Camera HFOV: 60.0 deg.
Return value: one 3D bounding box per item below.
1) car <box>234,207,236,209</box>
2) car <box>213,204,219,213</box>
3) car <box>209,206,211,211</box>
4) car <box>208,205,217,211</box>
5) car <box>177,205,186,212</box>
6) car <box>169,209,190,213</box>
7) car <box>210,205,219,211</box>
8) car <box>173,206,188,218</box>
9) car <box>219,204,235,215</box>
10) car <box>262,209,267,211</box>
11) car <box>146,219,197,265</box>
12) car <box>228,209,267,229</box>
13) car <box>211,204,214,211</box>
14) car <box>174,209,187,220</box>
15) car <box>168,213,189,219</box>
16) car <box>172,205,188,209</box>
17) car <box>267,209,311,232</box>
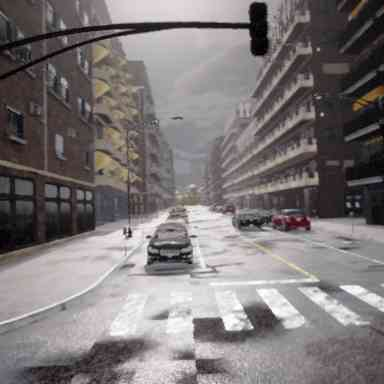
[{"bbox_3d":[6.878,2.664,41.657,1.752,1.417,4.829,-1,-2,-1],"label":"car"},{"bbox_3d":[6.202,3.629,69.302,2.008,1.369,4.403,-1,-2,-1],"label":"car"},{"bbox_3d":[5.925,3.774,80.435,2.192,1.841,5.009,-1,-2,-1],"label":"car"},{"bbox_3d":[5.659,4.405,91.553,1.947,1.339,4.313,-1,-2,-1],"label":"car"},{"bbox_3d":[-2.584,4.239,85.817,2.192,1.841,5.009,-1,-2,-1],"label":"car"},{"bbox_3d":[-1.220,2.575,30.180,1.887,1.381,4.507,-1,-2,-1],"label":"car"},{"bbox_3d":[5.794,4.199,85.991,2.008,1.369,4.403,-1,-2,-1],"label":"car"},{"bbox_3d":[-1.768,3.100,52.440,2.192,1.841,5.009,-1,-2,-1],"label":"car"},{"bbox_3d":[6.470,3.015,58.184,2.192,1.841,5.009,-1,-2,-1],"label":"car"},{"bbox_3d":[7.154,2.307,30.361,2.008,1.369,4.403,-1,-2,-1],"label":"car"},{"bbox_3d":[-0.811,2.018,13.490,2.008,1.369,4.403,-1,-2,-1],"label":"car"},{"bbox_3d":[4.527,2.364,27.873,1.895,1.301,4.718,-2,-2,-2],"label":"car"},{"bbox_3d":[6.066,3.813,74.864,1.887,1.381,4.507,-1,-2,-1],"label":"car"},{"bbox_3d":[-1.624,3.116,46.700,1.752,1.417,4.829,-1,-2,-1],"label":"car"},{"bbox_3d":[-0.944,2.175,18.884,1.752,1.417,4.829,-1,-2,-1],"label":"car"},{"bbox_3d":[-1.360,2.534,35.751,2.192,1.841,5.009,-1,-2,-1],"label":"car"},{"bbox_3d":[7.288,2.008,24.801,1.967,1.590,4.097,-1,-2,-1],"label":"car"}]
